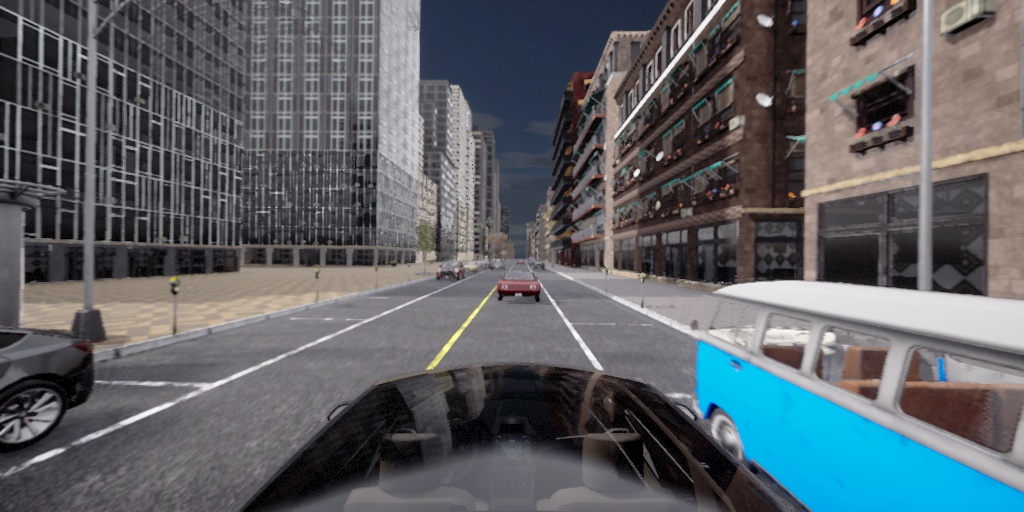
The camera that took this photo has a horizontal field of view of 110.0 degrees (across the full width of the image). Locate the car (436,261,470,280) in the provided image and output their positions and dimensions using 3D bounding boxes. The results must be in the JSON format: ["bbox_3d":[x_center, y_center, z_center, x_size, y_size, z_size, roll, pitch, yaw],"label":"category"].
[{"bbox_3d":[-5.044,1.127,30.018,1.967,1.591,4.097,0,0,1],"label":"car"}]

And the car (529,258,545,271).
[{"bbox_3d":[3.883,1.369,51.933,2.007,1.370,4.403,0,0,1],"label":"car"}]

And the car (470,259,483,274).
[{"bbox_3d":[-4.773,1.222,40.910,1.751,1.417,4.829,0,0,1],"label":"car"}]

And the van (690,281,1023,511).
[{"bbox_3d":[2.647,1.126,2.156,1.690,1.789,3.998,0,0,1],"label":"van"}]

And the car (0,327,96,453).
[{"bbox_3d":[-5.731,1.240,2.364,1.948,1.339,4.313,0,0,1],"label":"car"}]

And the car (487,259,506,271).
[{"bbox_3d":[-1.855,1.268,49.619,2.128,1.511,4.902,1,0,1],"label":"car"}]

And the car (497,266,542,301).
[{"bbox_3d":[0.345,1.356,17.414,1.895,1.301,4.718,1,0,1],"label":"car"}]

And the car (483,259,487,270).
[{"bbox_3d":[-4.494,1.258,52.142,2.007,1.370,4.403,0,0,1],"label":"car"}]

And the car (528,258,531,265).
[{"bbox_3d":[4.021,1.375,57.464,2.007,1.370,4.403,0,0,1],"label":"car"}]
